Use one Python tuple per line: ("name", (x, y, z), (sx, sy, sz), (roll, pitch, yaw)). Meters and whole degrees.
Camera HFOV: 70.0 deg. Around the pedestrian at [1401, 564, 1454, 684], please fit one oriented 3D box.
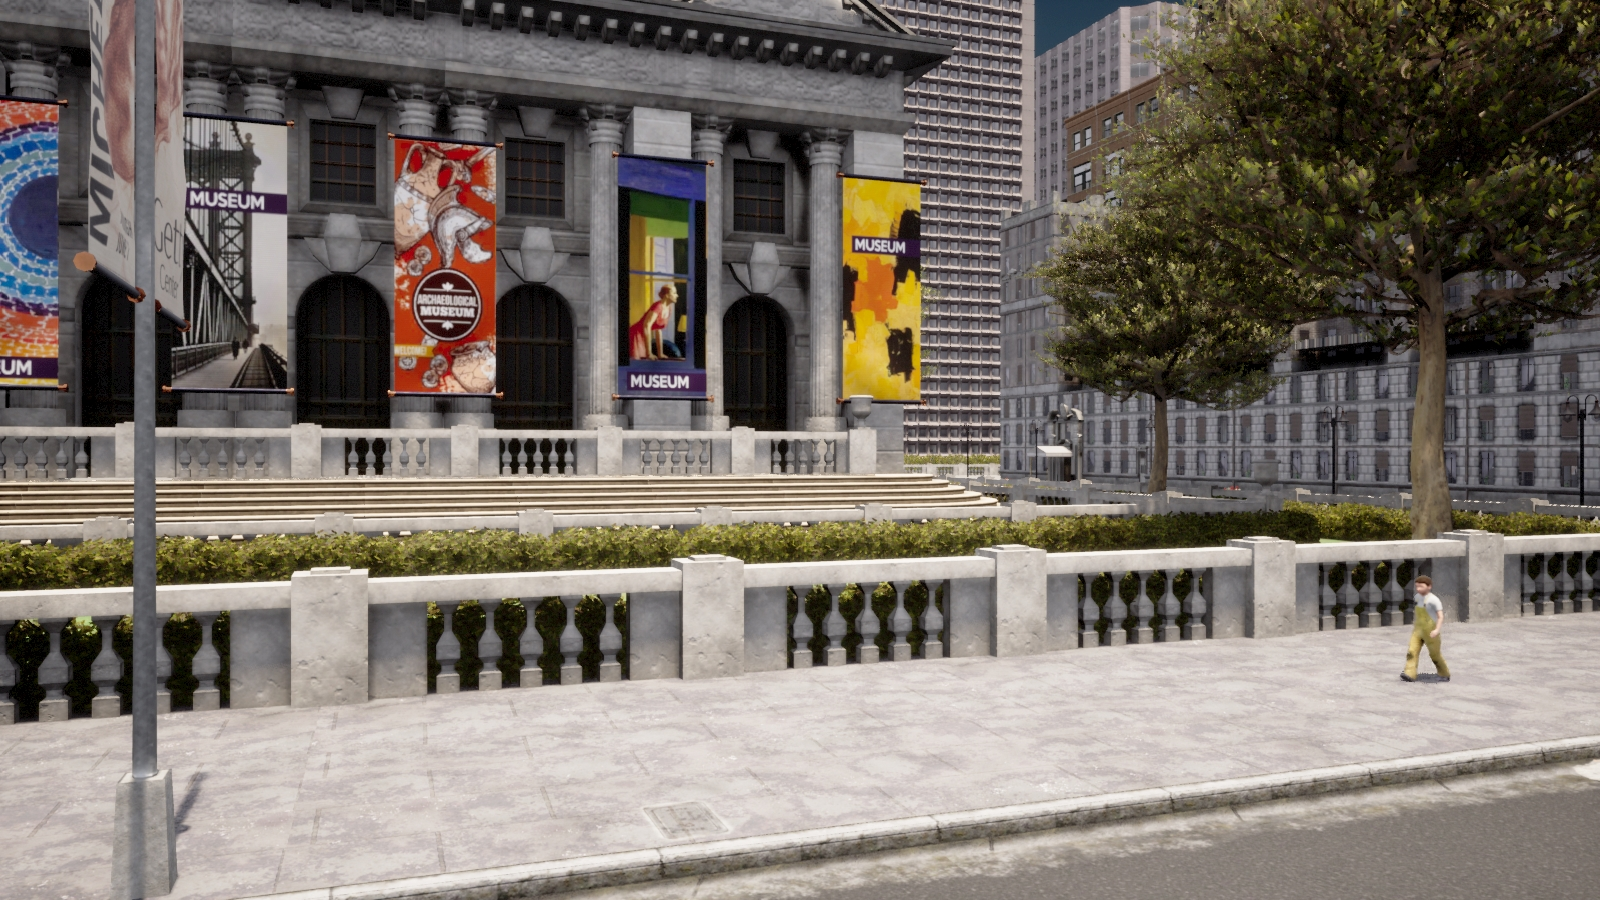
("pedestrian", (7.182, 1.981, 13.074), (0.375, 1.300, 0.375), (0, 0, -20))
